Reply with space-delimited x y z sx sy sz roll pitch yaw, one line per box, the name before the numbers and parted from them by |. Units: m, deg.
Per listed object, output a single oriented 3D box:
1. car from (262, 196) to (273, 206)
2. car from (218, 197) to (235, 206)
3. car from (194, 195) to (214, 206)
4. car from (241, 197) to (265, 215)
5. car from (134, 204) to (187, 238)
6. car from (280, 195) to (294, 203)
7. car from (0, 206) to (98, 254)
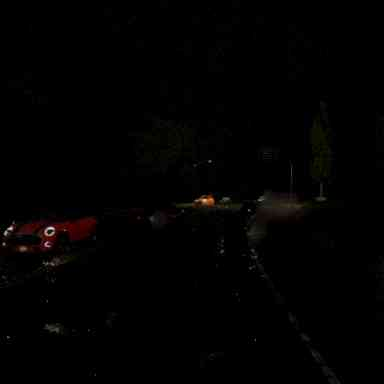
car | 11.563 1.440 52.693 2.128 1.511 4.902 -1 0 25
car | 5.760 1.586 55.219 1.994 1.385 4.181 -1 0 25
car | 2.040 1.420 54.852 2.097 1.767 4.553 -1 0 24
car | 6.363 1.552 35.351 1.837 1.490 4.892 0 0 17
car | -1.603 1.430 18.541 2.097 1.767 4.553 0 0 8
car | 18.899 1.358 66.315 1.994 1.385 4.181 -1 0 29
car | -5.668 1.421 13.877 2.097 1.767 4.553 0 0 7
